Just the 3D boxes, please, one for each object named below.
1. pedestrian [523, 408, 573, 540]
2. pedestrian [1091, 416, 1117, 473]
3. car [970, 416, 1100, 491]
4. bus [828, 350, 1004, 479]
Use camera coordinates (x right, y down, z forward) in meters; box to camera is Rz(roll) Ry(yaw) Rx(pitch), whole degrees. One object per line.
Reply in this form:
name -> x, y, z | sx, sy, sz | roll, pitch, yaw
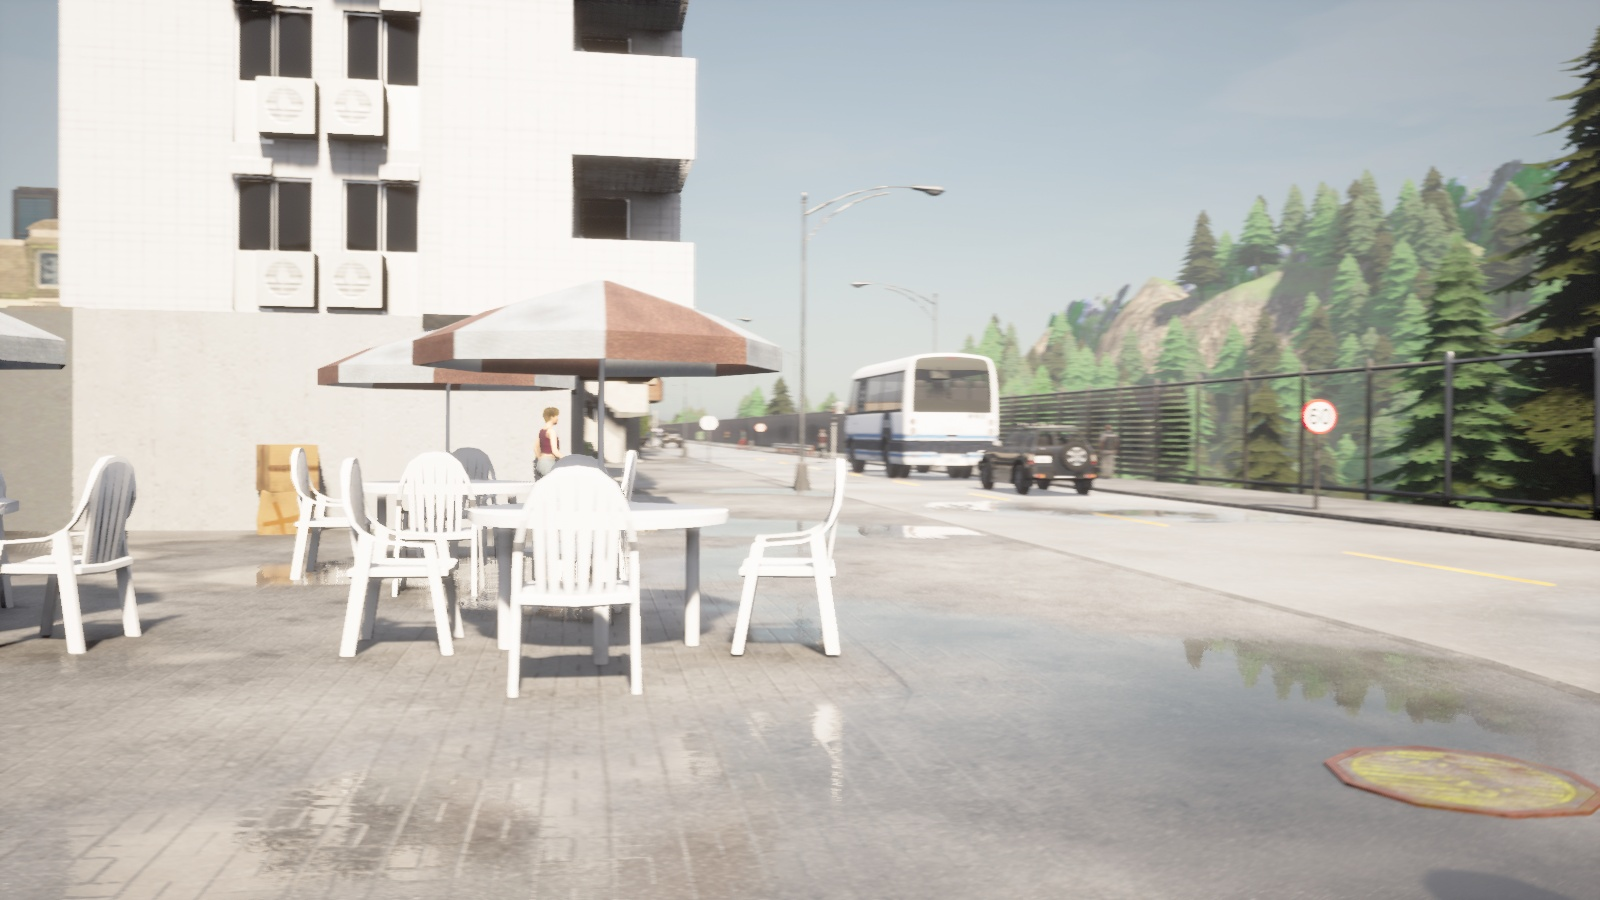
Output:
pedestrian -> -3.563, 0.330, 17.772 | 0.594, 1.836, 0.345 | -1, 1, -31
pedestrian -> 10.135, -0.181, 41.871 | 0.563, 1.883, 0.849 | -1, 1, -10
car -> 6.232, 0.079, 33.831 | 1.932, 1.855, 4.605 | -1, 0, -10
bus -> 3.976, -1.260, 46.741 | 3.944, 4.253, 10.273 | -1, 1, -10
